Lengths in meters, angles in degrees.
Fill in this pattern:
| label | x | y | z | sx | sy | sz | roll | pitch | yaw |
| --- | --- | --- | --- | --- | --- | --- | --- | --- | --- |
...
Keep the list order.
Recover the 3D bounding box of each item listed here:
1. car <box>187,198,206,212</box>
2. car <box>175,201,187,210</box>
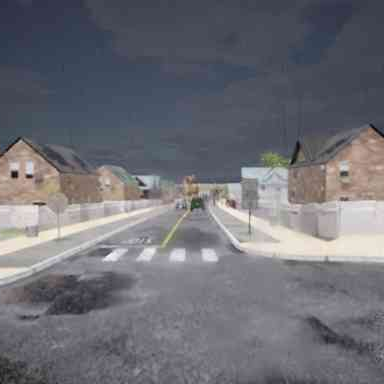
| label | x | y | z | sx | sy | sz | roll | pitch | yaw |
| --- | --- | --- | --- | --- | --- | --- | --- | --- | --- |
| car | 0.877 | 1.889 | 50.716 | 2.150 | 2.045 | 5.566 | 0 | -1 | 2 |
| car | -1.729 | 2.225 | 54.956 | 2.128 | 1.511 | 4.902 | 0 | -1 | 2 |
